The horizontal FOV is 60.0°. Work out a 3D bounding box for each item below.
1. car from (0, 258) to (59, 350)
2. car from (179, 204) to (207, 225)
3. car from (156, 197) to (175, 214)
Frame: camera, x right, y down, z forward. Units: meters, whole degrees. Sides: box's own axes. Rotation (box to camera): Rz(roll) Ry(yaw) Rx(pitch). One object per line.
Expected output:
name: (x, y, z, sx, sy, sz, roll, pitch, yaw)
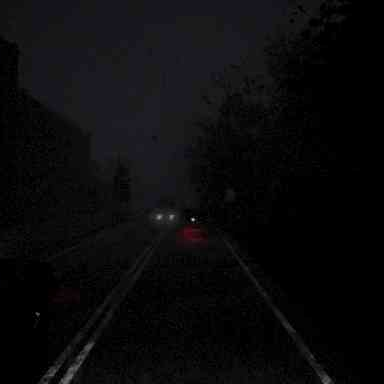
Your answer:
car: (-3.357, 1.557, 3.820, 2.033, 1.411, 5.357, 0, 0, 0)
car: (0.069, 1.697, 25.465, 1.837, 1.490, 4.892, 0, -1, 0)
car: (-3.356, 1.722, 43.657, 2.150, 2.045, 5.566, 0, -1, 0)
